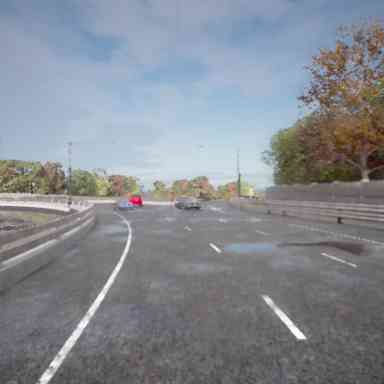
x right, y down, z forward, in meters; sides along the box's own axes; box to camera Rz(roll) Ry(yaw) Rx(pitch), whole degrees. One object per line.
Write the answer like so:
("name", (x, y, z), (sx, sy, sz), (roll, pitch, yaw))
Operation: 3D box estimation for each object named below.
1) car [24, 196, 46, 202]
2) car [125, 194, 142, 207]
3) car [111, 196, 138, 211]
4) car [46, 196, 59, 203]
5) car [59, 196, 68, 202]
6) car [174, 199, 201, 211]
("car", (-38.689, 2.036, 81.764), (4.718, 1.301, 1.895), (-1, 0, 37))
("car", (-9.475, 1.335, 51.636), (2.150, 2.045, 5.566), (0, 0, -28))
("car", (-8.978, 1.653, 42.761), (2.033, 1.411, 5.357), (-1, 0, -25))
("car", (-36.833, 1.781, 84.767), (4.553, 1.767, 2.097), (-1, 0, 37))
("car", (-34.711, 1.751, 87.540), (4.553, 1.767, 2.097), (-1, 0, 37))
("car", (-0.614, 1.558, 40.892), (2.033, 1.411, 5.357), (-1, 0, -22))
